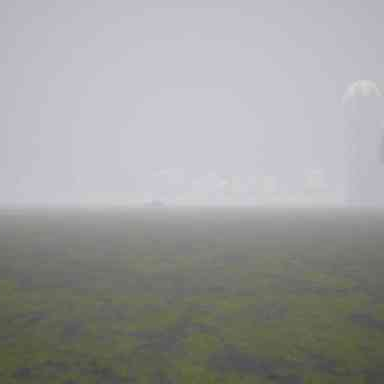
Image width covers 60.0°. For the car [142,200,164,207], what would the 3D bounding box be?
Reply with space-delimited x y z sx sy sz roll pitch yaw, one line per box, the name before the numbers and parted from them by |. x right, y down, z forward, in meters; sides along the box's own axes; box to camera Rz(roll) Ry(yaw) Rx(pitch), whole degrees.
car | -7.663 2.240 65.268 1.882 1.535 5.008 -1 -1 35
